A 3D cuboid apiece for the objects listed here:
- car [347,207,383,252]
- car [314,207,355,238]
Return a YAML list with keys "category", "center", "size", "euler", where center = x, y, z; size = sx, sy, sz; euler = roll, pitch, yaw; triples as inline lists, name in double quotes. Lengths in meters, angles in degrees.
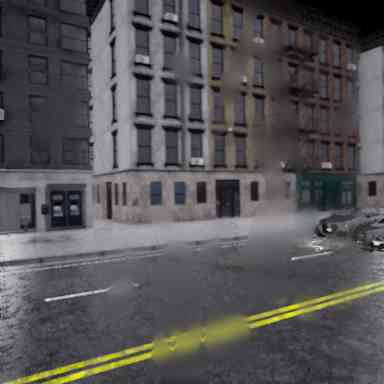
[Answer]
- category: "car"
  center: [7.939, 1.345, 11.783]
  size: [4.892, 1.490, 1.837]
  euler: [-1, 0, -31]
- category: "car"
  center: [7.635, 1.400, 15.380]
  size: [4.181, 1.385, 1.994]
  euler: [-1, 0, -31]
